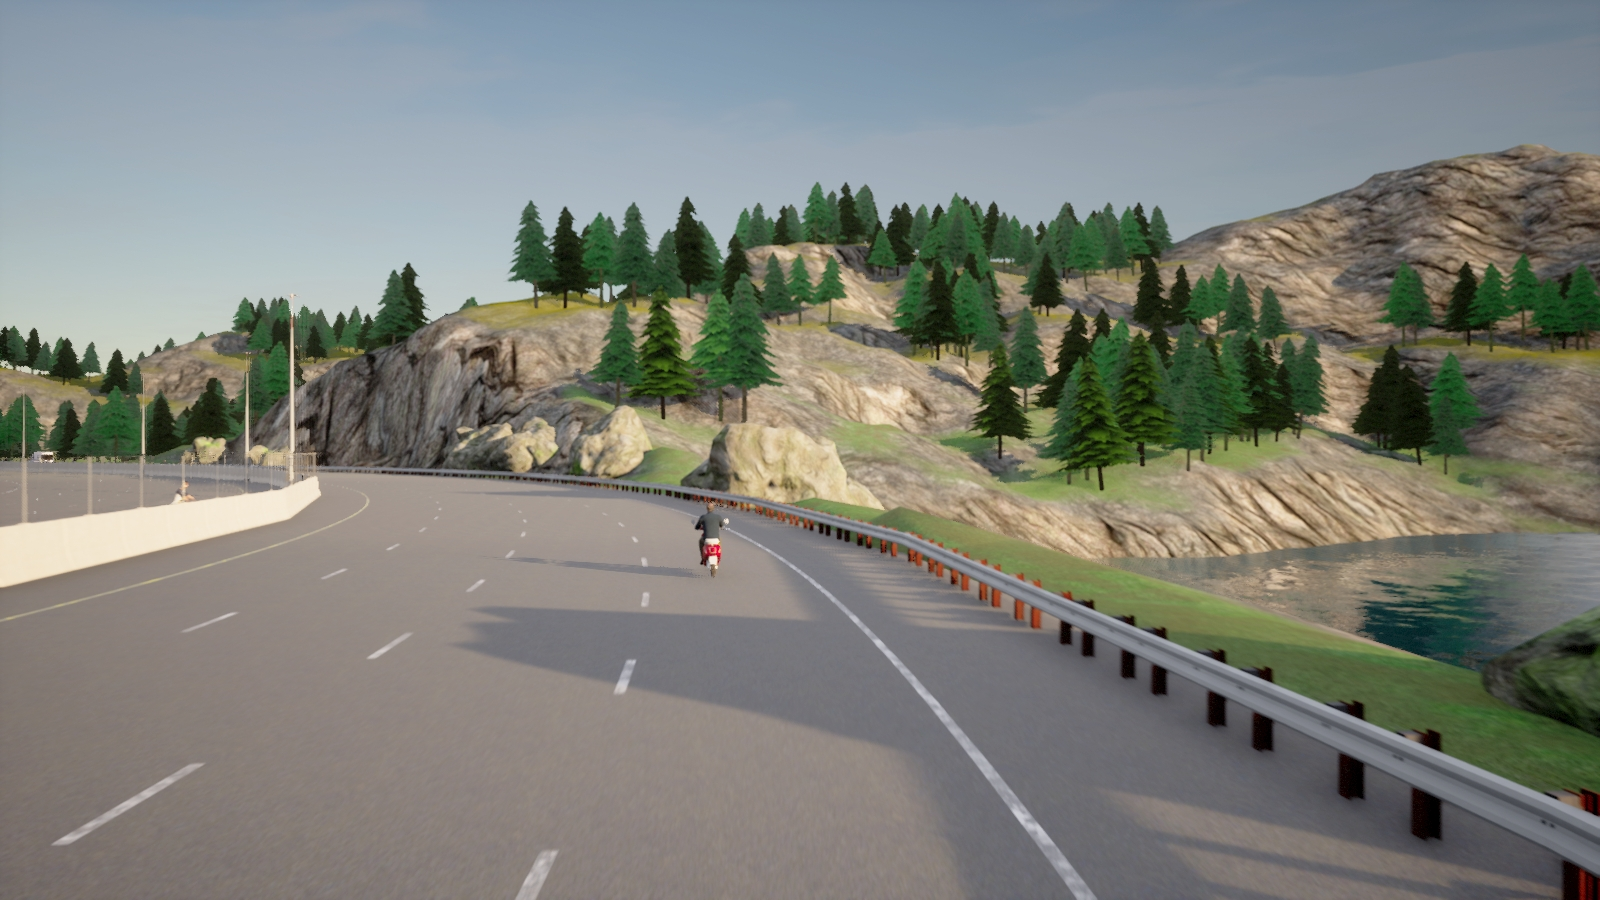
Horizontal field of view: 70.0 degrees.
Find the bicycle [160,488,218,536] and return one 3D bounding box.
[{"bbox_3d":[-20.260,2.065,37.883,1.643,1.514,0.373,-2,-4,-9],"label":"bicycle"}]

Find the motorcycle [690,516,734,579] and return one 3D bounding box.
[{"bbox_3d":[-2.010,2.182,25.829,0.856,1.236,1.805,-1,0,-8],"label":"motorcycle"}]
